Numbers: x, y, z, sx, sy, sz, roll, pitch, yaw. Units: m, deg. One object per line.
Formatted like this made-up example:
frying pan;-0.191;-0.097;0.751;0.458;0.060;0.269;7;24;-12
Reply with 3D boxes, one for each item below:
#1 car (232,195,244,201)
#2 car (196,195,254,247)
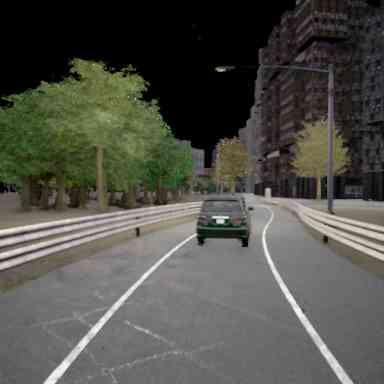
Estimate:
car;11.001;1.433;80.435;1.882;1.535;5.008;0;0;-4
car;1.617;1.228;15.485;2.150;2.045;5.566;0;0;11
